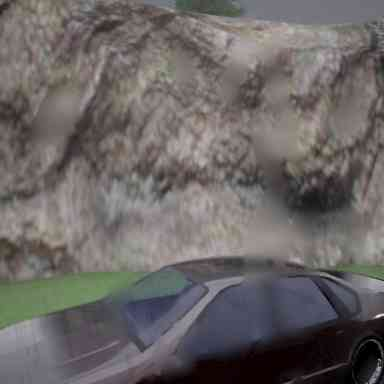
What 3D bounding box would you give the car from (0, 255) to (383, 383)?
[{"bbox_3d":[0.357,1.534,3.845,5.357,1.411,2.033,0,0,-27],"label":"car"}]
